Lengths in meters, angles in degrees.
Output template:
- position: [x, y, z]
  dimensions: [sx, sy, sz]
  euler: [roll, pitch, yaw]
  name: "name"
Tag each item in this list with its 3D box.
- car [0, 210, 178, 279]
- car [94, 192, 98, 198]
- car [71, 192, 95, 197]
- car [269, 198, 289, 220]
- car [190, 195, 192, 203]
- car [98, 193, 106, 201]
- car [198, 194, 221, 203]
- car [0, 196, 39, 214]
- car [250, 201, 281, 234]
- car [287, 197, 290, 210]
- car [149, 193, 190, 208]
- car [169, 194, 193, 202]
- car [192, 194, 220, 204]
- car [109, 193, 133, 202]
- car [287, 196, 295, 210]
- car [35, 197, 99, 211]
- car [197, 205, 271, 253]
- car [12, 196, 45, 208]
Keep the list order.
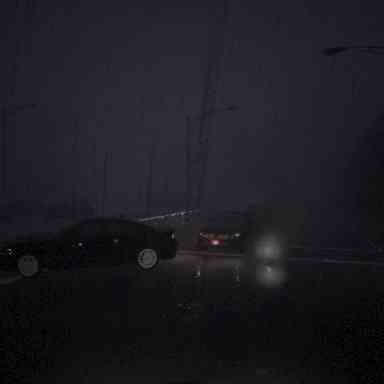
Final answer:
- position: [-2.920, 1.475, 9.917]
  dimensions: [5.008, 1.535, 1.882]
  euler: [0, 0, -19]
  name: "car"
- position: [-21.937, 1.297, 67.978]
  dimensions: [3.806, 1.475, 1.970]
  euler: [0, 0, 18]
  name: "car"
- position: [-18.529, 1.248, 53.732]
  dimensions: [4.514, 1.523, 2.007]
  euler: [0, 0, 18]
  name: "car"
- position: [5.838, 1.474, 24.975]
  dimensions: [2.128, 1.511, 4.902]
  euler: [0, 0, 19]
  name: "car"
- position: [-2.484, 1.052, 44.674]
  dimensions: [3.866, 1.878, 1.905]
  euler: [0, 0, 18]
  name: "car"
- position: [-20.299, 1.013, 70.935]
  dimensions: [3.866, 1.878, 1.905]
  euler: [0, 0, 18]
  name: "car"
- position: [3.328, 1.201, 62.988]
  dimensions: [3.806, 1.475, 1.970]
  euler: [0, 0, 18]
  name: "car"
- position: [-15.152, 1.355, 29.404]
  dimensions: [3.806, 1.475, 1.970]
  euler: [0, 0, 18]
  name: "car"
- position: [3.934, 1.489, 19.327]
  dimensions: [1.837, 1.490, 4.892]
  euler: [0, 0, 19]
  name: "car"
- position: [7.709, 1.486, 30.541]
  dimensions: [1.837, 1.490, 4.892]
  euler: [0, 0, 19]
  name: "car"
- position: [-3.018, 1.073, 41.788]
  dimensions: [4.605, 1.855, 1.932]
  euler: [0, 0, 18]
  name: "car"
- position: [-2.187, 1.256, 68.705]
  dimensions: [4.514, 1.523, 2.007]
  euler: [0, 0, 18]
  name: "car"
- position: [1.591, 1.124, 56.802]
  dimensions: [5.027, 1.636, 2.152]
  euler: [0, 0, 18]
  name: "car"
- position: [-13.887, 1.045, 65.314]
  dimensions: [4.605, 1.855, 1.932]
  euler: [0, 0, 18]
  name: "car"
- position: [11.666, 1.541, 42.314]
  dimensions: [1.994, 1.385, 4.181]
  euler: [0, 0, 19]
  name: "car"
- position: [-9.067, 1.355, 24.216]
  dimensions: [3.633, 1.501, 1.845]
  euler: [0, 0, 18]
  name: "car"
- position: [1.794, 1.514, 13.916]
  dimensions: [1.812, 1.442, 4.674]
  euler: [0, 0, 24]
  name: "car"
- position: [-21.752, 1.273, 44.273]
  dimensions: [3.633, 1.501, 1.845]
  euler: [0, 0, 18]
  name: "car"
